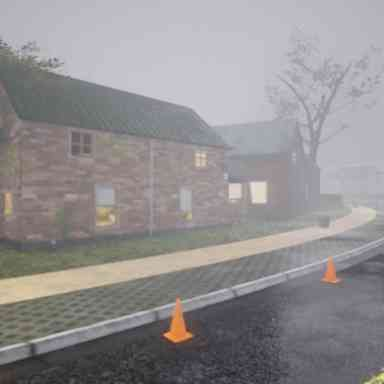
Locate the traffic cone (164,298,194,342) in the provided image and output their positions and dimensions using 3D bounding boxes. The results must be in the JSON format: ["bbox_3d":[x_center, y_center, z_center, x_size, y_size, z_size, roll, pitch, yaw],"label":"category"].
[{"bbox_3d":[-0.209,1.949,5.182,0.340,0.580,0.340,-1,0,-39],"label":"traffic cone"}]

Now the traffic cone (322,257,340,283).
[{"bbox_3d":[3.479,1.913,8.314,0.340,0.580,0.340,-1,0,-42],"label":"traffic cone"}]
